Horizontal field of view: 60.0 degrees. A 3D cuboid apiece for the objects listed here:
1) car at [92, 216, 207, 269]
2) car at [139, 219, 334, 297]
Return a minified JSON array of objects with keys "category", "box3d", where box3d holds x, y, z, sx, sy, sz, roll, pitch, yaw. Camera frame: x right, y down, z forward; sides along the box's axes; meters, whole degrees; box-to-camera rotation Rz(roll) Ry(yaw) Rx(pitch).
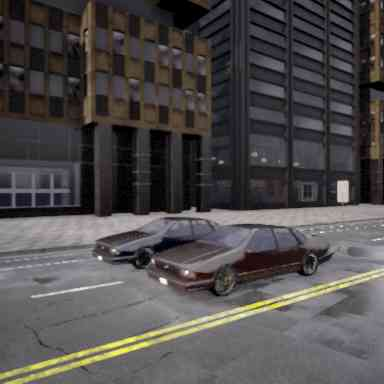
[{"category":"car","box3d":[-0.523,1.554,11.297,5.357,1.411,2.033,0,0,-36]},{"category":"car","box3d":[1.548,1.555,8.781,5.357,1.411,2.033,0,0,-36]}]
